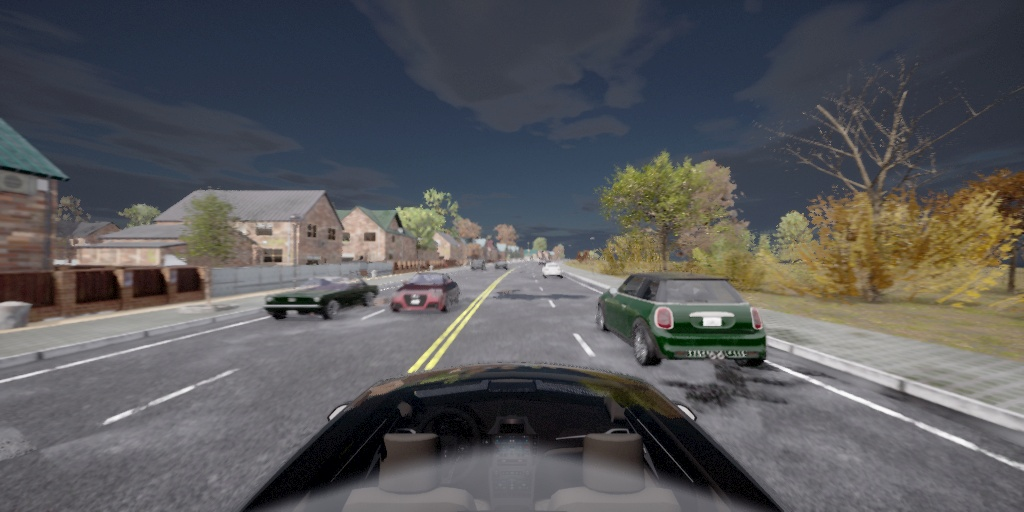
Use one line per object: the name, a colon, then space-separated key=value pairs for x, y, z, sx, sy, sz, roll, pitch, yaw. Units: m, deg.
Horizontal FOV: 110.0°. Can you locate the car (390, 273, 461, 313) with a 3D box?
car: x=-3.255 y=1.362 z=14.162 sx=1.994 sy=1.385 sz=4.181 roll=0 pitch=0 yaw=1

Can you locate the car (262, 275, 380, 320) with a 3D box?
car: x=-6.529 y=1.388 z=12.884 sx=1.895 sy=1.301 sz=4.718 roll=0 pitch=0 yaw=1

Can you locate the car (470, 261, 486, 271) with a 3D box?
car: x=-5.061 y=1.468 z=54.251 sx=1.837 sy=1.490 sz=4.892 roll=0 pitch=0 yaw=4

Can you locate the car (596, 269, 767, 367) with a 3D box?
car: x=3.380 y=1.134 z=8.154 sx=2.097 sy=1.767 sz=4.553 roll=0 pitch=0 yaw=0

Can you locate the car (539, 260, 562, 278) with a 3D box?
car: x=3.989 y=1.423 z=36.139 sx=1.812 sy=1.442 sz=4.674 roll=0 pitch=0 yaw=2

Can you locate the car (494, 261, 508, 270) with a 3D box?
car: x=-1.647 y=1.456 z=56.835 sx=1.882 sy=1.535 sz=5.008 roll=0 pitch=0 yaw=4
